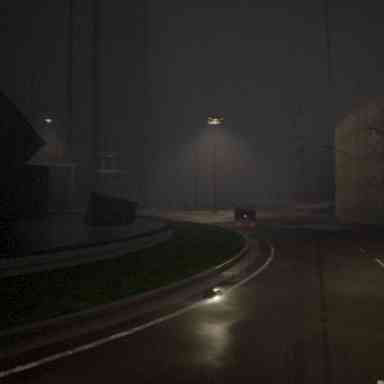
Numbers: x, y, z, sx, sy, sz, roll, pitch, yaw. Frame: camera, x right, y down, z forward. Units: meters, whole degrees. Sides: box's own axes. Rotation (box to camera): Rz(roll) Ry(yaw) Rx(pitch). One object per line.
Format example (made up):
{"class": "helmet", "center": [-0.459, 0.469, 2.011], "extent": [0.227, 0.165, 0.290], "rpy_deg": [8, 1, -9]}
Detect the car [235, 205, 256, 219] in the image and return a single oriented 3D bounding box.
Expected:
{"class": "car", "center": [5.247, 1.943, 32.562], "extent": [1.895, 1.301, 4.718], "rpy_deg": [-1, -1, 9]}
